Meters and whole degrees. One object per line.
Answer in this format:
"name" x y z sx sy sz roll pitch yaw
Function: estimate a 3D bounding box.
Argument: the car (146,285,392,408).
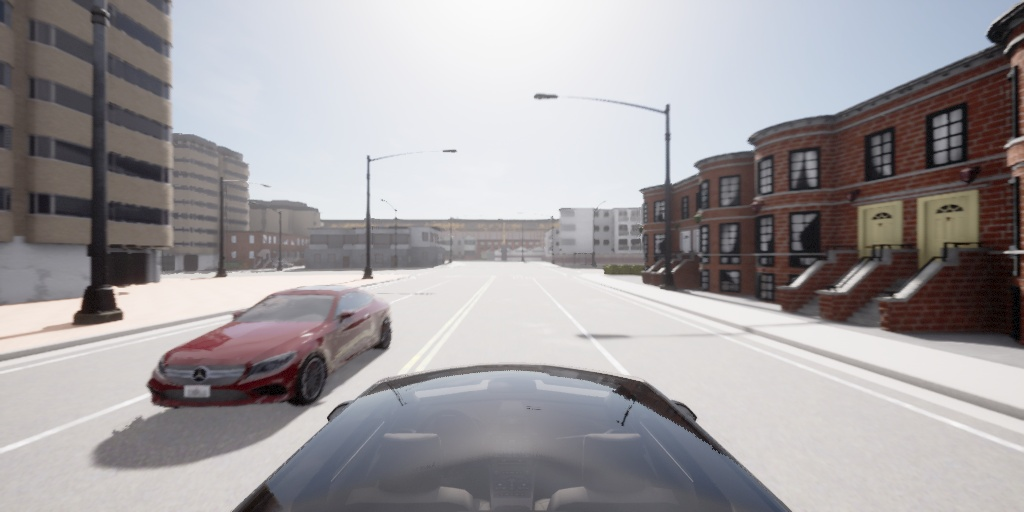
"car" -3.587 1.287 6.409 1.812 1.442 4.674 0 0 0
